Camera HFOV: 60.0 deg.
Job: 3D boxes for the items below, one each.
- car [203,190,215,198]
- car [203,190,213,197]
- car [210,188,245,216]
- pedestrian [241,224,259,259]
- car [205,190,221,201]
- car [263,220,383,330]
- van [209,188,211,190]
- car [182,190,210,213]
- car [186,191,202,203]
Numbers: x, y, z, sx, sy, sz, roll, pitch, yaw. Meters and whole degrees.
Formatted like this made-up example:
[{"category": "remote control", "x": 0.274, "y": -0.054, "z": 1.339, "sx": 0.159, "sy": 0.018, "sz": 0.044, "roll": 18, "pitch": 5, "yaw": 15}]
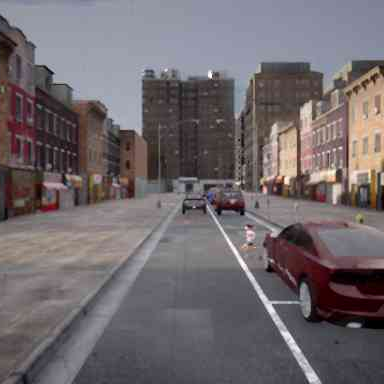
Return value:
[{"category": "car", "x": 2.970, "y": 0.327, "z": 57.818, "sx": 1.802, "sy": 1.307, "sz": 4.206, "roll": 1, "pitch": 1, "yaw": 0}, {"category": "car", "x": 3.000, "y": 0.225, "z": 63.256, "sx": 1.802, "sy": 1.307, "sz": 4.206, "roll": 1, "pitch": 1, "yaw": 0}, {"category": "car", "x": 2.796, "y": 0.721, "z": 25.191, "sx": 2.192, "sy": 1.841, "sz": 5.009, "roll": 1, "pitch": 1, "yaw": 0}, {"category": "pedestrian", "x": 1.735, "y": 1.430, "z": 9.882, "sx": 0.500, "sy": 1.100, "sz": 0.500, "roll": 1, "pitch": 0, "yaw": 0}, {"category": "car", "x": 2.911, "y": 0.497, "z": 46.943, "sx": 1.887, "sy": 1.381, "sz": 4.507, "roll": 1, "pitch": 1, "yaw": 0}, {"category": "car", "x": 2.786, "y": 1.306, "z": 6.854, "sx": 1.882, "sy": 1.535, "sz": 5.008, "roll": 0, "pitch": 1, "yaw": 0}, {"category": "van", "x": 2.885, "y": 0.402, "z": 41.502, "sx": 1.690, "sy": 1.788, "sz": 3.998, "roll": 1, "pitch": 1, "yaw": 0}, {"category": "car", "x": 0.203, "y": 0.859, "z": 26.974, "sx": 2.128, "sy": 1.511, "sz": 4.902, "roll": 0, "pitch": 1, "yaw": 1}, {"category": "car", "x": 0.281, "y": 0.570, "z": 43.436, "sx": 2.033, "sy": 1.411, "sz": 5.357, "roll": 0, "pitch": 1, "yaw": 1}]
